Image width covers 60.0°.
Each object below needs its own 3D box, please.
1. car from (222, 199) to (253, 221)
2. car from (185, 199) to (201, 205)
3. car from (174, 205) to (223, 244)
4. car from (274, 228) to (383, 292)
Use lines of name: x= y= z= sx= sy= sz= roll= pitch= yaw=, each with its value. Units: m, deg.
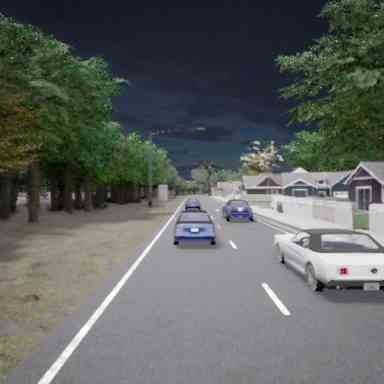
car: x=3.617 y=1.375 z=27.104 sx=2.097 sy=1.767 sz=4.553 roll=0 pitch=0 yaw=0
car: x=0.123 y=1.528 z=42.562 sx=1.994 sy=1.385 sz=4.181 roll=0 pitch=0 yaw=0
car: x=0.111 y=1.562 z=15.719 sx=2.033 sy=1.411 sz=5.357 roll=0 pitch=0 yaw=0
car: x=3.606 y=1.609 z=8.883 sx=1.895 sy=1.301 sz=4.718 roll=0 pitch=0 yaw=0
